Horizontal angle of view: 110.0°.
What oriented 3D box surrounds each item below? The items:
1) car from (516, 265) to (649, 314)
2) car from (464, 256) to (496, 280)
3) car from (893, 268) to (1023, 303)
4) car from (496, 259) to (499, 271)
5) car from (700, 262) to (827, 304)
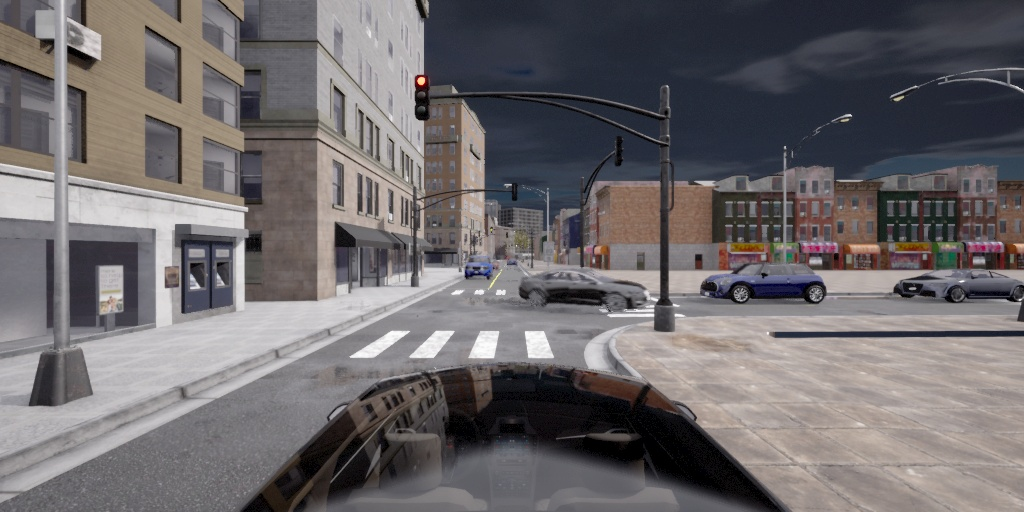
[{"bbox_3d":[2.585,1.235,13.684,4.902,1.511,2.128,0,1,27],"label":"car"},{"bbox_3d":[-2.887,0.976,31.874,2.150,2.045,5.566,0,0,0],"label":"car"},{"bbox_3d":[19.420,1.234,15.618,4.181,1.385,1.994,0,0,0],"label":"car"},{"bbox_3d":[-2.841,1.115,49.363,2.097,1.767,4.553,0,0,0],"label":"car"},{"bbox_3d":[10.741,1.054,15.590,4.553,1.767,2.097,0,0,1],"label":"car"}]
